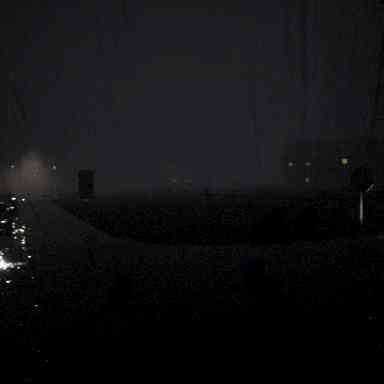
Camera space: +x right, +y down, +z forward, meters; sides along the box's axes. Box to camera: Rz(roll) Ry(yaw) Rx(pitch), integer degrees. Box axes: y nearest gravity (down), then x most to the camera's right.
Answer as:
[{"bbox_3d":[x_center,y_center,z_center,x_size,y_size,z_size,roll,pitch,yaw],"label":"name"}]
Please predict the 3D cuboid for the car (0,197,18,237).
[{"bbox_3d":[-9.642,1.278,15.875,2.128,1.511,4.902,-3,3,-27],"label":"car"}]

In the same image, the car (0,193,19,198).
[{"bbox_3d":[-14.818,1.146,25.997,1.812,1.442,4.674,-3,3,-27],"label":"car"}]
